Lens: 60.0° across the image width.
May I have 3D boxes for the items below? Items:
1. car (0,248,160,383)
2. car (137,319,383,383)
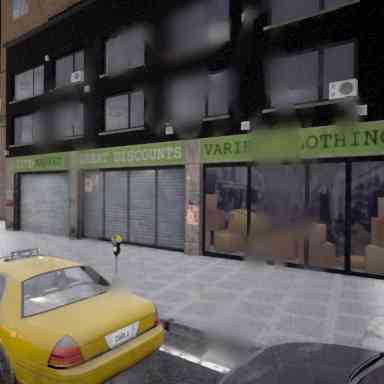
[{"bbox_3d":[-2.634,1.524,4.972,4.829,1.417,1.752,0,1,36],"label":"car"},{"bbox_3d":[2.047,1.551,1.624,4.403,1.369,2.008,0,1,36],"label":"car"}]
